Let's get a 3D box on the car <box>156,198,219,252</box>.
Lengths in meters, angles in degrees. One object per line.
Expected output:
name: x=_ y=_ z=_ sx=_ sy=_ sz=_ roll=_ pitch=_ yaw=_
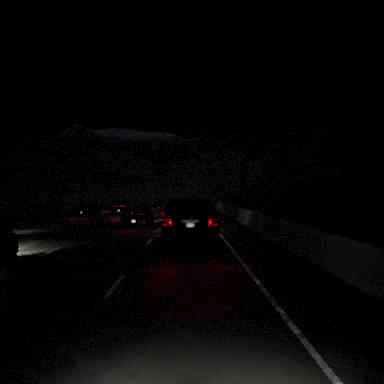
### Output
car: x=-0.098 y=1.248 z=14.150 sx=2.150 sy=2.045 sz=5.566 roll=0 pitch=0 yaw=-1

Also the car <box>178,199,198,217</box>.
car: x=-0.389 y=1.565 z=33.770 sx=1.882 sy=1.535 sz=5.008 roll=0 pitch=0 yaw=-1

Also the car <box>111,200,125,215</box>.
car: x=-7.421 y=1.621 z=35.912 sx=1.837 sy=1.490 sz=4.892 roll=0 pitch=0 yaw=-1

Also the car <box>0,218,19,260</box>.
car: x=-7.035 y=1.601 z=9.941 sx=1.994 sy=1.385 sz=4.181 roll=0 pitch=0 yaw=-1

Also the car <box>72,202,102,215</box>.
car: x=-10.907 y=1.726 z=34.912 sx=1.895 sy=1.301 sz=4.718 roll=0 pitch=0 yaw=-1

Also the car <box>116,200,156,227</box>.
car: x=-3.735 y=1.574 z=23.430 sx=1.837 sy=1.490 sz=4.892 roll=0 pitch=0 yaw=-1
